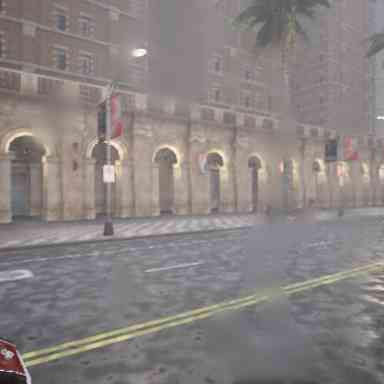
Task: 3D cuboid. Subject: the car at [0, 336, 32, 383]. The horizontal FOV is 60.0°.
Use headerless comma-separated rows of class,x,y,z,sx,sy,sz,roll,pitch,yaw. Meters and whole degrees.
car,-3.155,1.357,1.499,4.553,1.767,2.097,0,0,-35
